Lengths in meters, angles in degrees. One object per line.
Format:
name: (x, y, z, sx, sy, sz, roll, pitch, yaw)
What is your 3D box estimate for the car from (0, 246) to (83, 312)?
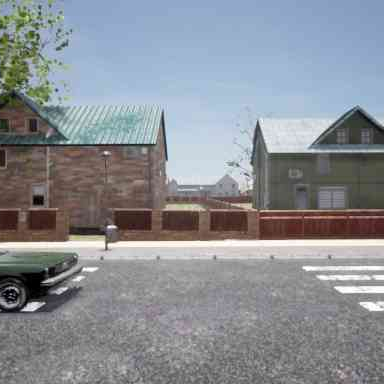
car: (-4.912, 1.655, 7.153, 4.718, 1.301, 1.895, -1, -1, 1)
